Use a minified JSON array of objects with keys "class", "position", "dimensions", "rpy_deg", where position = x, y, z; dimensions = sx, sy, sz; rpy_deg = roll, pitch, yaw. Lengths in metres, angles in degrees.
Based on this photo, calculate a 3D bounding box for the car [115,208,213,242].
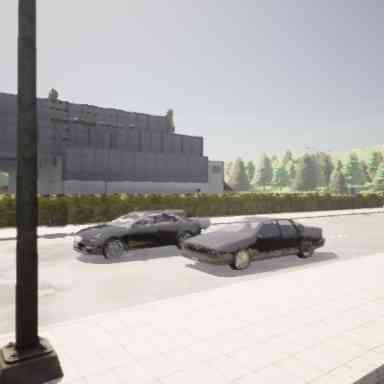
[{"class":"car","position":[-1.369,1.591,17.115],"dimensions":[4.718,1.301,1.895],"rpy_deg":[0,0,-35]}]

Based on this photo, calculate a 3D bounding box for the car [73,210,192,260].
[{"class":"car","position":[-1.860,1.483,12.476],"dimensions":[4.902,1.511,2.128],"rpy_deg":[0,0,-35]}]

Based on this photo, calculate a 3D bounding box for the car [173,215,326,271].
[{"class":"car","position":[2.266,1.542,11.111],"dimensions":[5.357,1.411,2.033],"rpy_deg":[0,0,-35]}]
